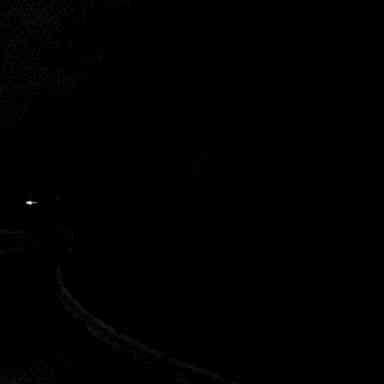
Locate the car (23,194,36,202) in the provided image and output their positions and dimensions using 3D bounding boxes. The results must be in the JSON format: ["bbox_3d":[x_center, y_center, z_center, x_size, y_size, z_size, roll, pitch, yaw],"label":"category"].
[{"bbox_3d":[-27.519,0.929,56.736,1.895,1.301,4.718,-2,2,-33],"label":"car"}]

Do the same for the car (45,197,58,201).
[{"bbox_3d":[-24.073,0.496,56.840,2.150,2.045,5.566,-2,2,-23],"label":"car"}]
